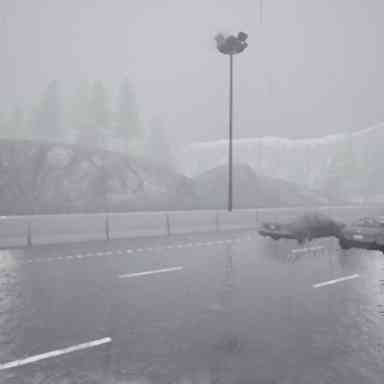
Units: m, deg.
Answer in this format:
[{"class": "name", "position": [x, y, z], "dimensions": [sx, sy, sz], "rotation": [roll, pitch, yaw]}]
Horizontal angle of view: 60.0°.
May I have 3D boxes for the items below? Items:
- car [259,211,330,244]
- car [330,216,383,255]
[{"class": "car", "position": [5.710, 1.680, 16.527], "dimensions": [5.357, 1.411, 2.033], "rotation": [1, 0, -35]}, {"class": "car", "position": [7.975, 1.699, 13.839], "dimensions": [4.181, 1.385, 1.994], "rotation": [1, 0, -35]}]
